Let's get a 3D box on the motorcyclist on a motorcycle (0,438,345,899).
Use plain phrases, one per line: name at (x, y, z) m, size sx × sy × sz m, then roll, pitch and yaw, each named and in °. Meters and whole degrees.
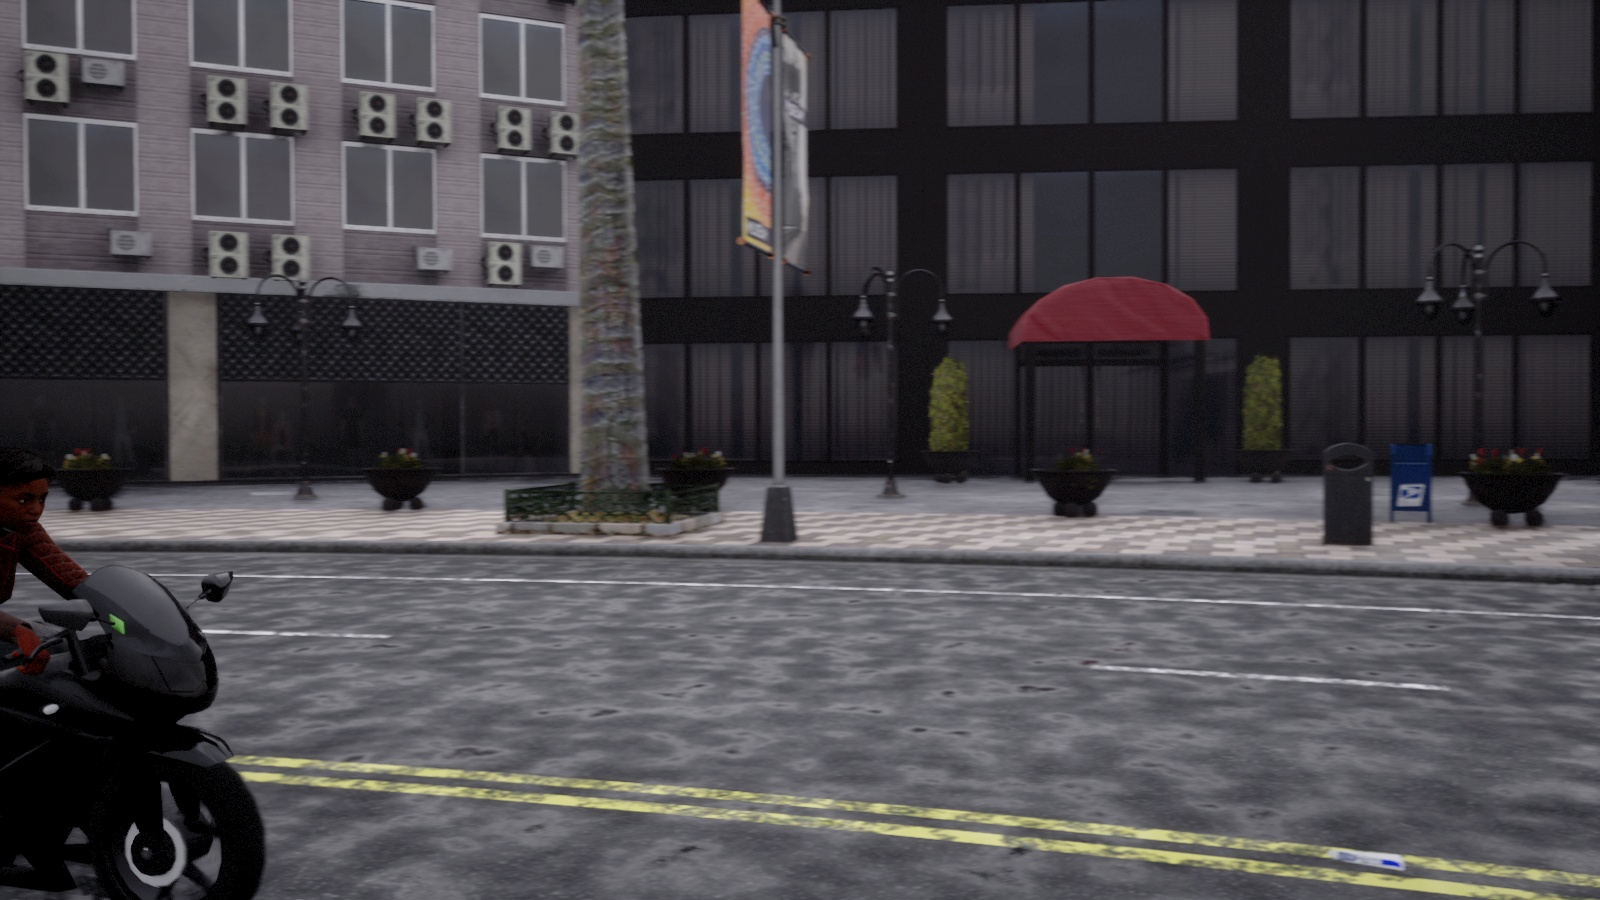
motorcyclist on a motorcycle at (-2.593, 0.730, 3.989) m, size 2.044 × 1.523 × 0.797 m, roll 0°, pitch 1°, yaw 13°
